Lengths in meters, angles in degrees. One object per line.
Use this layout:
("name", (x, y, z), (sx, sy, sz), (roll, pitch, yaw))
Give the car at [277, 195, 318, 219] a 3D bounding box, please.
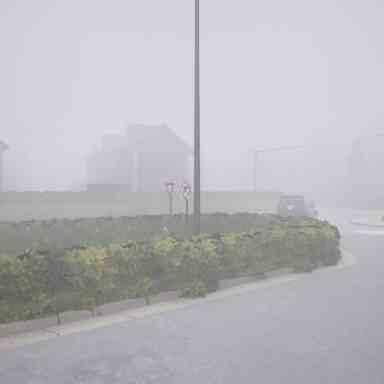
("car", (8.234, 1.224, 25.953), (2.150, 2.045, 5.566), (-1, 0, 28))
